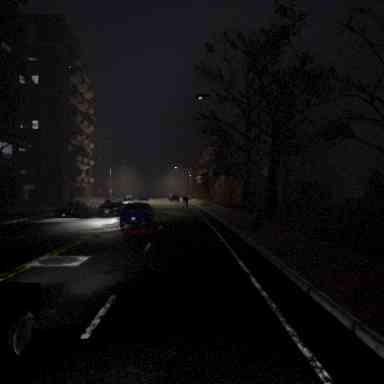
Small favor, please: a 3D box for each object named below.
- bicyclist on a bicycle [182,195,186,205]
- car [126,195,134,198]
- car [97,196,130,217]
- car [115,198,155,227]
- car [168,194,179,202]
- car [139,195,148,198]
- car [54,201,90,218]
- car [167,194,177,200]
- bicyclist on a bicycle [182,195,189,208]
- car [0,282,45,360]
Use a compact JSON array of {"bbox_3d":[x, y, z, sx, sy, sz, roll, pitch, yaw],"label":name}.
[{"bbox_3d":[-1.292,1.322,53.660,0.582,1.620,1.656,0,0,-5],"label":"bicyclist on a bicycle"},{"bbox_3d":[-13.673,1.346,71.979,2.128,1.511,4.902,0,0,-6],"label":"car"},{"bbox_3d":[-7.364,1.426,30.693,2.128,1.511,4.902,0,0,-3],"label":"car"},{"bbox_3d":[-3.573,1.430,22.282,1.882,1.535,5.008,0,0,-2],"label":"car"},{"bbox_3d":[-3.708,1.325,70.434,1.837,1.490,4.892,0,0,-6],"label":"car"},{"bbox_3d":[-10.064,1.313,68.707,1.882,1.535,5.008,0,0,-6],"label":"car"},{"bbox_3d":[-10.565,1.486,29.763,2.033,1.411,5.357,0,0,-3],"label":"car"},{"bbox_3d":[-4.822,1.222,80.690,2.128,1.511,4.902,0,0,-7],"label":"car"},{"bbox_3d":[-0.635,1.346,44.596,0.582,1.620,1.656,0,0,-4],"label":"bicyclist on a bicycle"},{"bbox_3d":[-3.177,1.595,2.991,1.895,1.301,4.718,0,0,0],"label":"car"}]
